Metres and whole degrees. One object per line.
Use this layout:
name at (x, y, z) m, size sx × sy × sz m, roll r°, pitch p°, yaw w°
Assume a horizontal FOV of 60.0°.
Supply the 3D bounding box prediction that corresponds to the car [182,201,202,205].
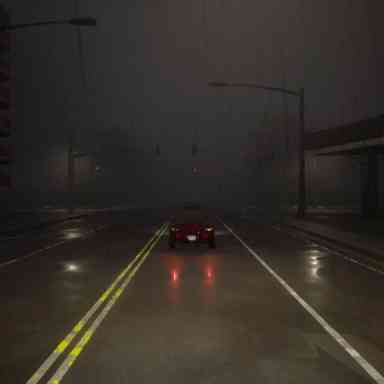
car at (0.000, 1.532, 29.650) m, size 1.812 × 1.442 × 4.674 m, roll 0°, pitch 0°, yaw 0°

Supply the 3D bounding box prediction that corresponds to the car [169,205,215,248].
car at (0.000, 1.532, 14.650) m, size 1.812 × 1.442 × 4.674 m, roll 0°, pitch 0°, yaw 0°
